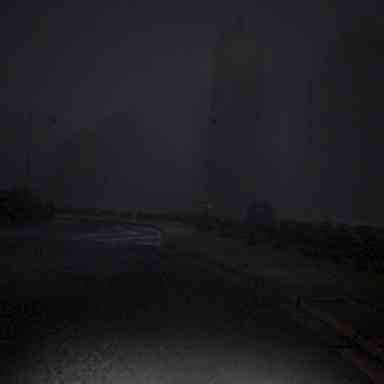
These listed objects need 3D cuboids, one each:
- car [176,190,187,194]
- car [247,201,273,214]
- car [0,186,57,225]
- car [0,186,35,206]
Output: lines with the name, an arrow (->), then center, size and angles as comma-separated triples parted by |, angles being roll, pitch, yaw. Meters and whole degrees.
car -> -2.925, 0.569, 94.767 | 3.866, 1.878, 1.905 | 5, -7, -34
car -> 6.074, 1.622, 29.927 | 2.242, 1.667, 4.611 | 3, 0, 8
car -> -9.686, 0.789, 18.833 | 1.932, 1.855, 4.605 | 3, 0, 8
car -> -17.846, 0.360, 33.419 | 1.905, 1.878, 3.866 | 3, 0, 8
